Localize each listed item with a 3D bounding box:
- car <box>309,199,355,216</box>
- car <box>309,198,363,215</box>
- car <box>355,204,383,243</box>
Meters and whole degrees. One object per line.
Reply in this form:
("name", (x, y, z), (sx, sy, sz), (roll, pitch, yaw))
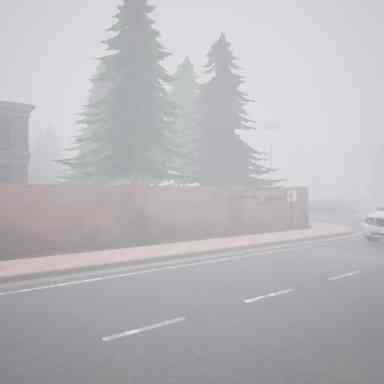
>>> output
("car", (13.606, 1.494, 32.239), (2.128, 1.511, 4.902), (0, 0, -35))
("car", (15.378, 1.495, 35.794), (2.128, 1.511, 4.902), (0, 0, -35))
("car", (9.968, 1.223, 14.953), (5.566, 2.045, 2.150), (0, 1, -36))
